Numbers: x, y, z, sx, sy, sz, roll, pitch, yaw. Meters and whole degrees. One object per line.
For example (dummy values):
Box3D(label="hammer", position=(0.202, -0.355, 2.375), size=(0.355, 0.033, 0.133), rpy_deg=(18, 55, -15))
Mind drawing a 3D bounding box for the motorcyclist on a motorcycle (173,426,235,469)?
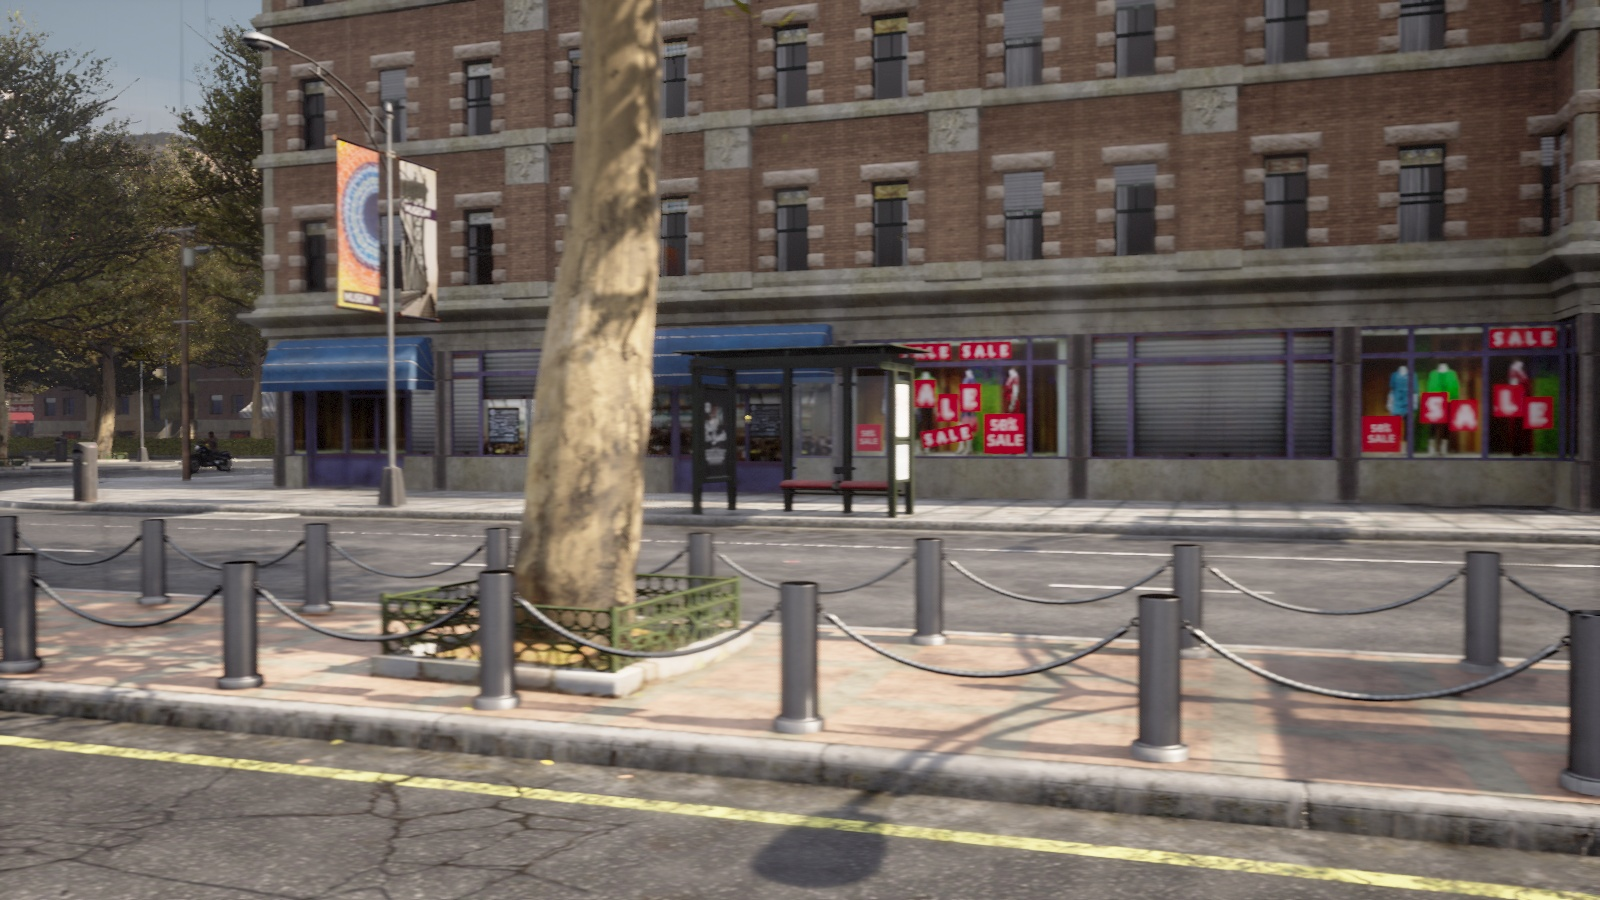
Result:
Box3D(label="motorcyclist on a motorcycle", position=(-23.545, -0.106, 49.632), size=(0.766, 1.649, 2.350), rpy_deg=(1, 1, 20))
